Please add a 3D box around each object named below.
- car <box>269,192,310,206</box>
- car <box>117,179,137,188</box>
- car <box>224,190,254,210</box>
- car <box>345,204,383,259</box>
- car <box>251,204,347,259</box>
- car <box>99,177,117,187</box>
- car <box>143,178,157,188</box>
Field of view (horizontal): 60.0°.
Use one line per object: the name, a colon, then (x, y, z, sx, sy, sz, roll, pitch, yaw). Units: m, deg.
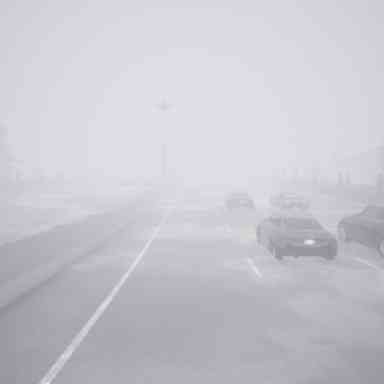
car: (7.112, 0.659, 24.883, 1.895, 1.301, 4.718, 0, 4, 1)
car: (-10.356, -1.461, 54.595, 1.994, 1.385, 4.181, 0, 4, 1)
car: (3.632, 0.526, 26.264, 1.994, 1.385, 4.181, 0, 4, 1)
car: (7.081, 1.191, 11.972, 2.097, 1.767, 4.553, 0, 2, 1)
car: (3.580, 1.404, 12.033, 1.994, 1.385, 4.181, 0, 2, 1)
car: (-13.841, -1.725, 55.340, 2.097, 1.767, 4.553, 0, 4, 1)
car: (-6.857, -1.487, 54.413, 1.812, 1.442, 4.674, 0, 4, 1)
